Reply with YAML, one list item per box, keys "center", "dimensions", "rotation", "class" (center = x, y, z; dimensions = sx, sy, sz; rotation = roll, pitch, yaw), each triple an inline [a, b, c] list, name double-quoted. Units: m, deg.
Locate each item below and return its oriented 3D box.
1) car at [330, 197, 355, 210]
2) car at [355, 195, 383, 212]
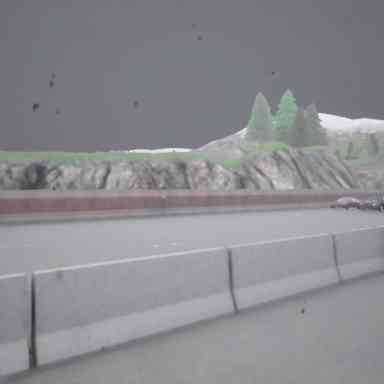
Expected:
- center: [17.888, 1.315, 38.436]
  dimensions: [4.674, 1.442, 1.812]
  rotation: [0, 0, -38]
  class: "car"
- center: [19.784, 1.141, 35.498]
  dimensions: [4.553, 1.767, 2.097]
  rotation: [-1, 0, -38]
  class: "car"
